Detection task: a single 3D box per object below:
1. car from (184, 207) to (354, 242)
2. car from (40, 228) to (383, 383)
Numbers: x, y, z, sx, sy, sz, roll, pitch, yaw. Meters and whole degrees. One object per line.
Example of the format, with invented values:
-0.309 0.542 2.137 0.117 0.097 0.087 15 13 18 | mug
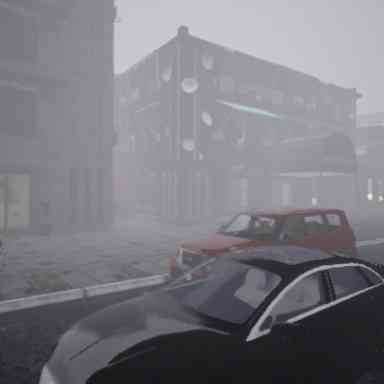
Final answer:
1.950 1.315 7.940 5.009 1.841 2.192 0 1 -35 | car
0.852 1.491 3.989 4.902 1.511 2.128 0 0 -36 | car
